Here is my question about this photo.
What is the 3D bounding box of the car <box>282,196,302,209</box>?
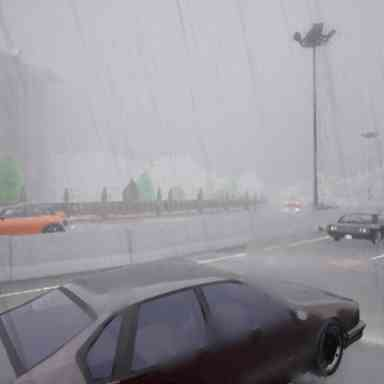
[{"bbox_3d":[15.671,1.596,51.336,2.097,1.767,4.553,-1,-1,24],"label":"car"}]

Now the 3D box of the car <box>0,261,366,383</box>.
[{"bbox_3d":[-0.166,1.560,3.779,5.357,1.411,2.033,0,0,-37],"label":"car"}]

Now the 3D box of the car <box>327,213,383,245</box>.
[{"bbox_3d":[8.294,1.637,15.817,4.718,1.301,1.895,0,0,-45],"label":"car"}]

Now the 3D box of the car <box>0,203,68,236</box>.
[{"bbox_3d":[-8.402,1.425,15.413,4.553,1.767,2.097,0,0,-38],"label":"car"}]

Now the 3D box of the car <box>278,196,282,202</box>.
[{"bbox_3d":[24.858,1.891,92.374,1.812,1.442,4.674,-1,0,8],"label":"car"}]

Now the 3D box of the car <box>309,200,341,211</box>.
[{"bbox_3d":[13.546,1.718,33.308,1.895,1.301,4.718,0,0,35],"label":"car"}]

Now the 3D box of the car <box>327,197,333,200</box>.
[{"bbox_3d":[28.965,1.859,71.380,2.033,1.411,5.357,-1,0,10],"label":"car"}]

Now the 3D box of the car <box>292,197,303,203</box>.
[{"bbox_3d":[27.691,1.979,87.344,1.812,1.442,4.674,-1,0,8],"label":"car"}]

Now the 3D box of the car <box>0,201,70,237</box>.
[{"bbox_3d":[-9.571,1.442,18.918,4.553,1.767,2.097,0,0,-39],"label":"car"}]

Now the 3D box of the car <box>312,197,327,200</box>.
[{"bbox_3d":[18.035,1.729,48.091,1.812,1.442,4.674,0,-1,25],"label":"car"}]
